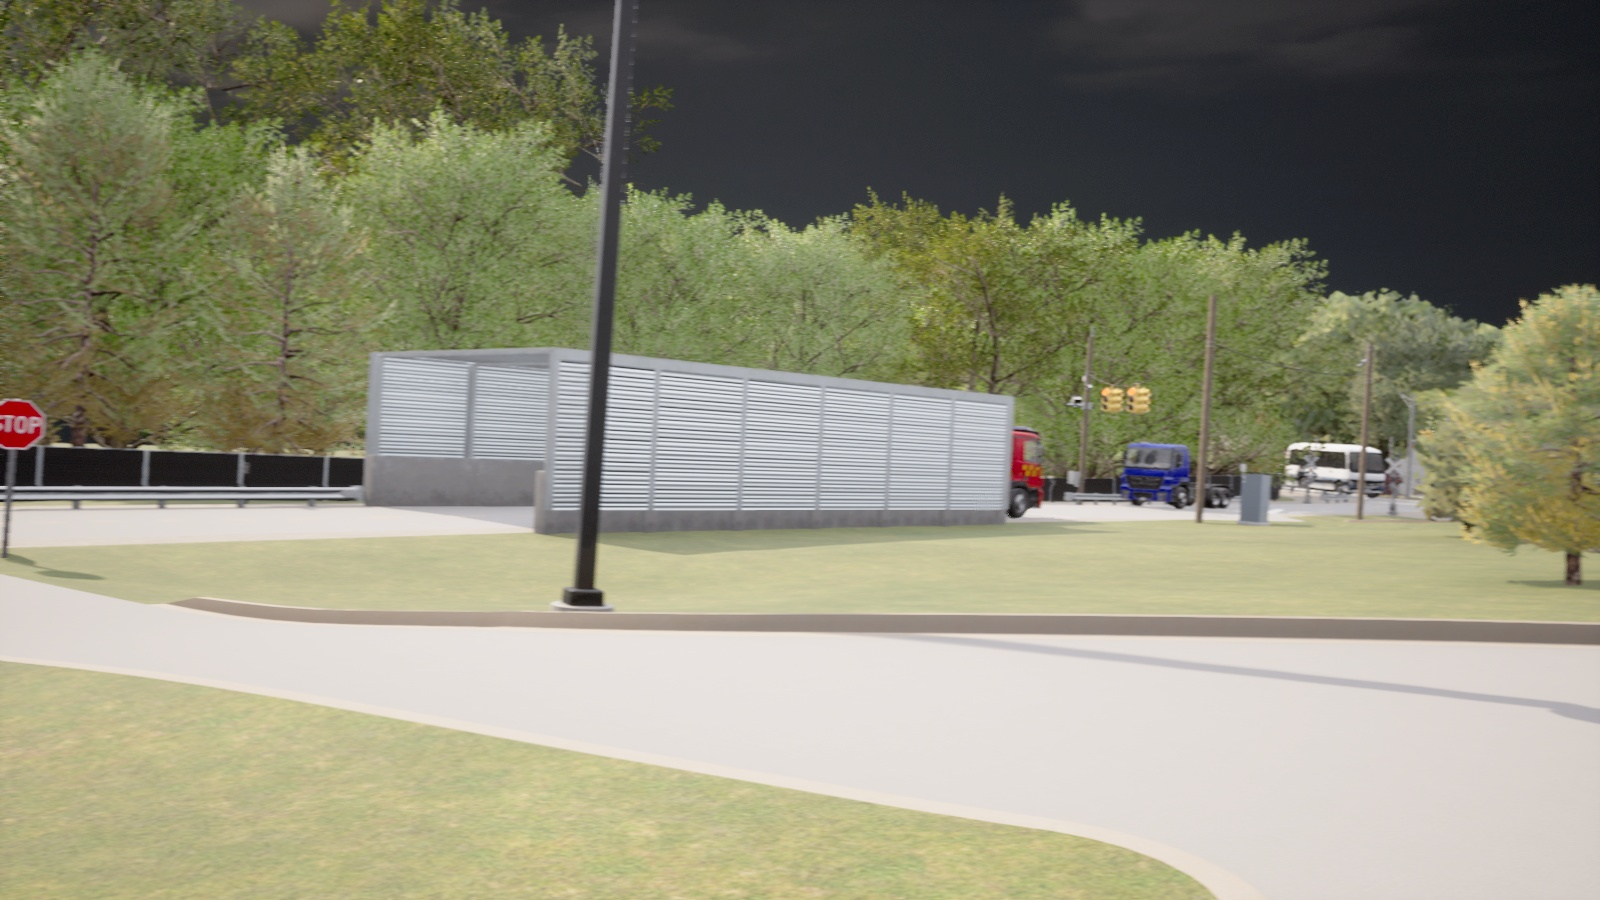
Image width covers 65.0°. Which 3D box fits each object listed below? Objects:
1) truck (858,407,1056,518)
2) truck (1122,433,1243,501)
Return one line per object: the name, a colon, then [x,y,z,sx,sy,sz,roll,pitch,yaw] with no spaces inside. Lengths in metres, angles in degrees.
truck: [6.104,0.468,47.465,2.891,3.827,8.468,3,1,43]
truck: [20.774,0.916,67.916,2.891,3.462,7.936,2,1,44]
